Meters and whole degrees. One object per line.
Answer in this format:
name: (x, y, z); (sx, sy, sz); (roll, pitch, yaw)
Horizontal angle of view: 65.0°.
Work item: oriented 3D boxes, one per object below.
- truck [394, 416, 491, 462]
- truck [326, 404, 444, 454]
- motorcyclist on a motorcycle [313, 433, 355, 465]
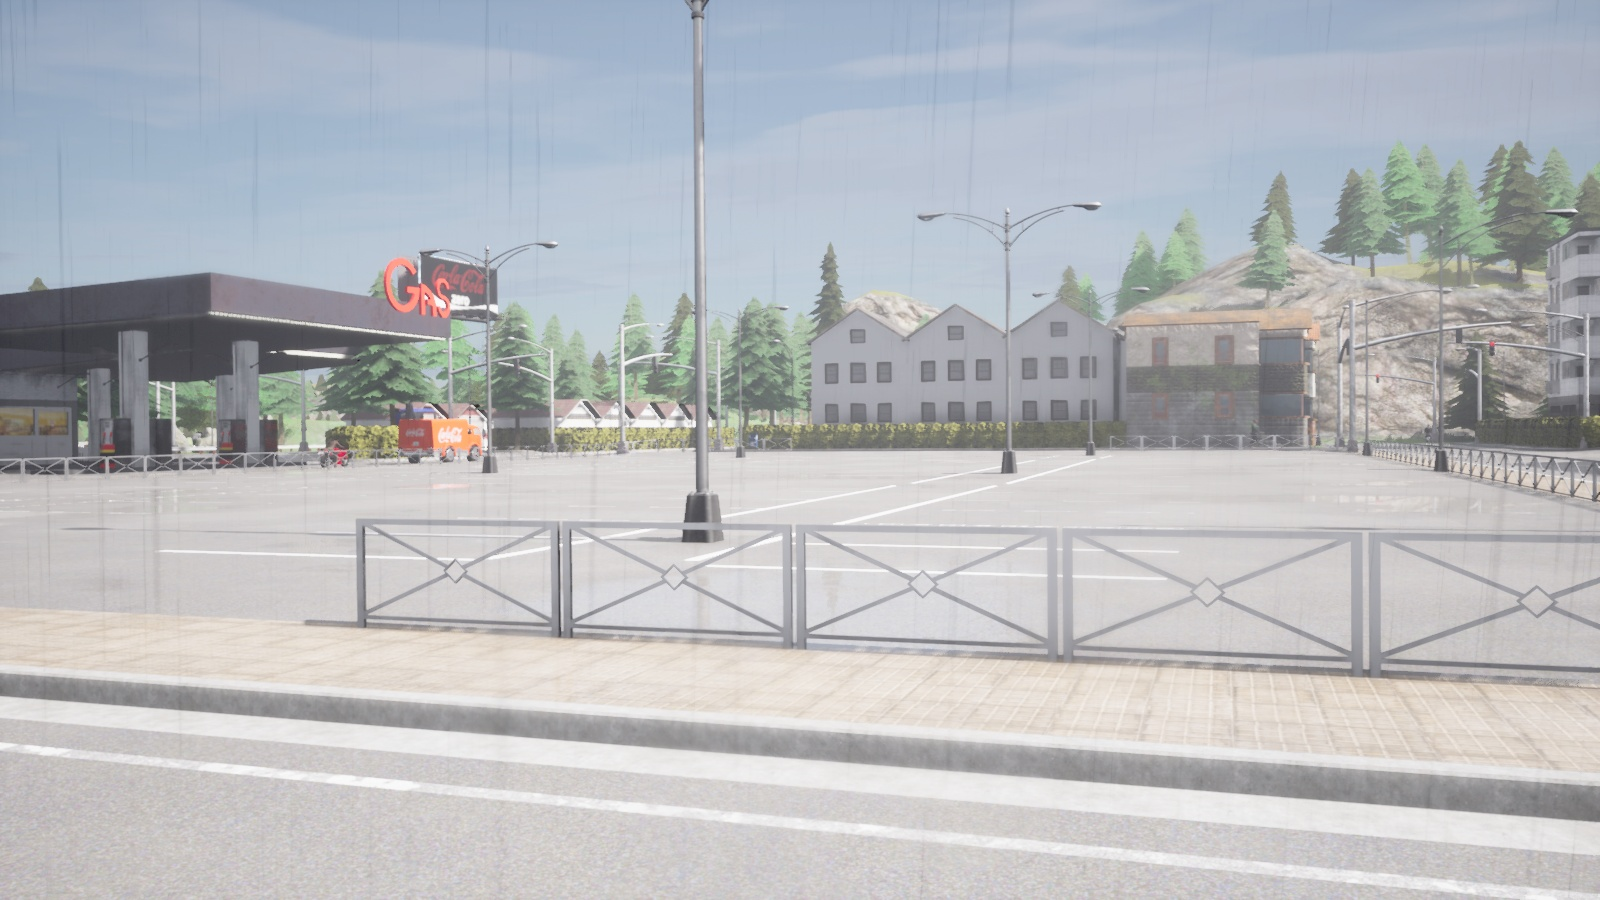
truck: (-19.791, -0.639, 69.826); (2.627, 2.467, 5.204); (0, 1, 19)
truck: (-30.362, -1.566, 91.891); (7.936, 3.462, 2.891); (-1, 2, 19)
motorcyclist on a motorcycle: (-22.766, -0.046, 61.427); (0.797, 1.523, 2.044); (0, 1, 19)
